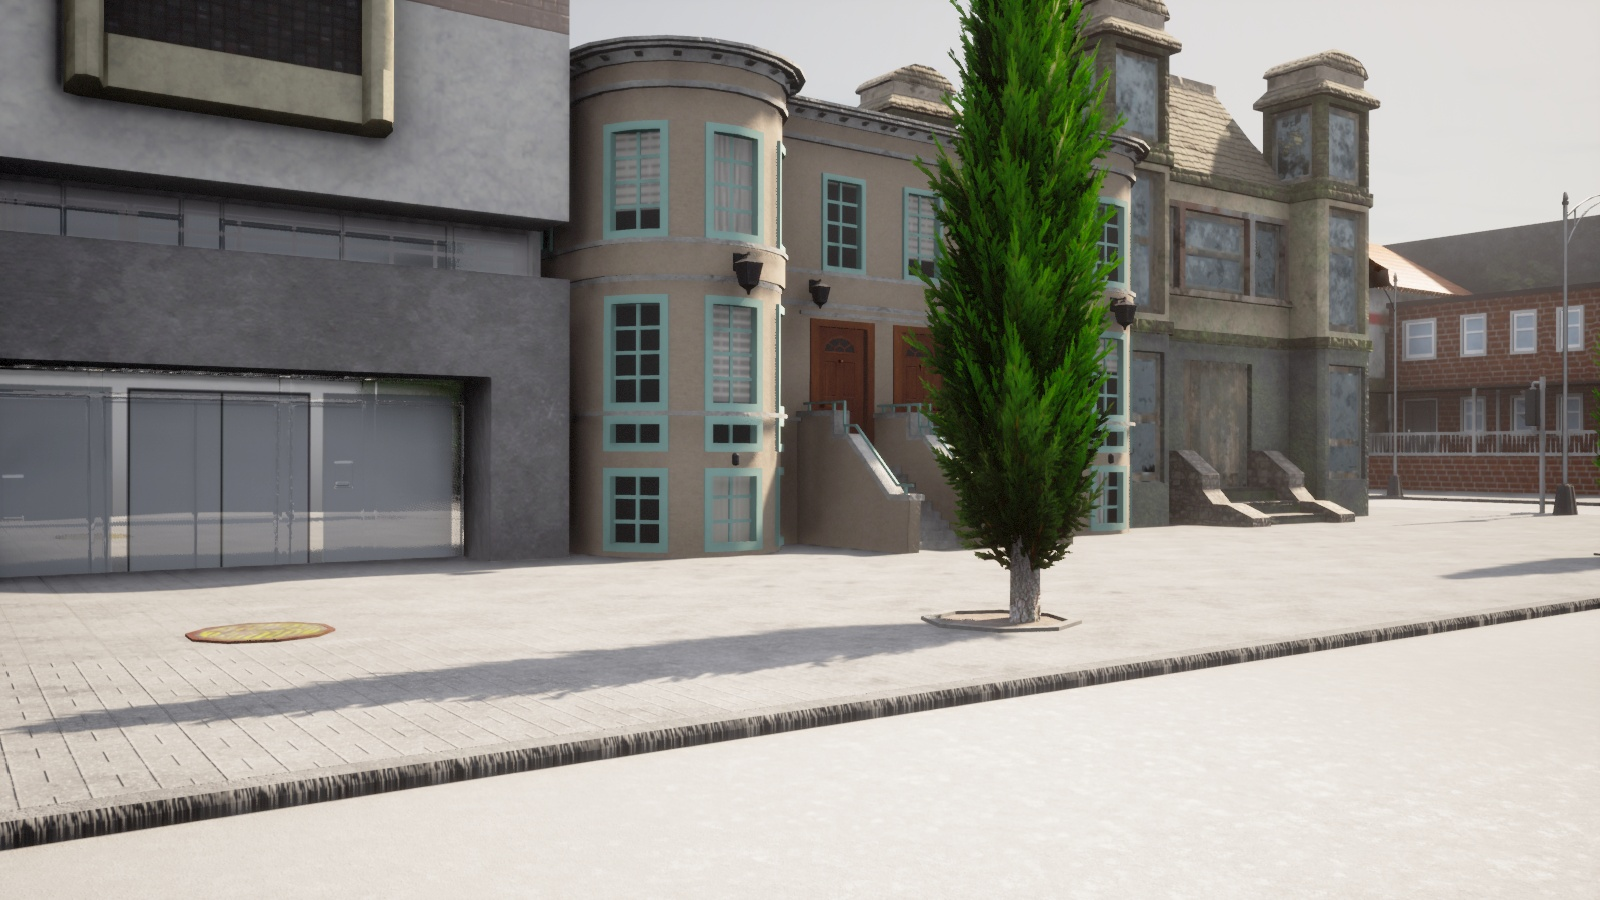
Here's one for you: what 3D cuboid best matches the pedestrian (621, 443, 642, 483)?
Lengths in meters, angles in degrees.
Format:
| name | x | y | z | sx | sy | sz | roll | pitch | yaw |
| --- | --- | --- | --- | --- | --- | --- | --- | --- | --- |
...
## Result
| name | x | y | z | sx | sy | sz | roll | pitch | yaw |
| --- | --- | --- | --- | --- | --- | --- | --- | --- | --- |
| pedestrian | -8.243 | 0.618 | 61.392 | 0.659 | 1.952 | 0.873 | 0 | 0 | -38 |
